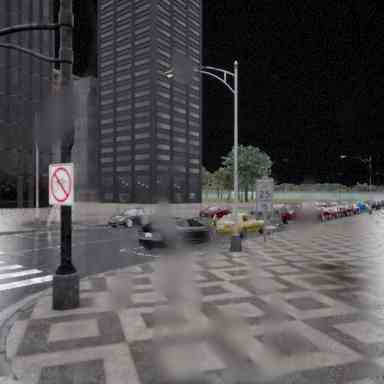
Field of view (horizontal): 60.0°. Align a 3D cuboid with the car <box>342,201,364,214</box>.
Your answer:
[{"bbox_3d":[22.444,2.293,47.001,1.967,1.590,4.097,-1,-2,36],"label":"car"}]

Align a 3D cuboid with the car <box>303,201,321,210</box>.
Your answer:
[{"bbox_3d":[22.066,2.475,61.144,1.967,1.590,4.097,-1,-2,36],"label":"car"}]

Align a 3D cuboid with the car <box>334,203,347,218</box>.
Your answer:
[{"bbox_3d":[15.890,2.245,37.816,1.802,1.307,4.206,-1,-2,36],"label":"car"}]

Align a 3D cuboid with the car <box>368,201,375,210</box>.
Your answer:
[{"bbox_3d":[29.003,2.591,56.185,2.008,1.369,4.403,-1,-2,36],"label":"car"}]

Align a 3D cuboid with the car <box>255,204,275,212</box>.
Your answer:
[{"bbox_3d":[8.951,2.208,42.769,2.008,1.369,4.403,-1,-2,36],"label":"car"}]

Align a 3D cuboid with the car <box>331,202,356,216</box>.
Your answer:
[{"bbox_3d":[19.165,2.303,42.405,1.887,1.381,4.507,-1,-2,36],"label":"car"}]

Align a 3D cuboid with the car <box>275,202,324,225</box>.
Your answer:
[{"bbox_3d":[9.327,1.790,28.630,2.192,1.841,5.009,-1,-2,36],"label":"car"}]

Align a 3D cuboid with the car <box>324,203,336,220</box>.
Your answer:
[{"bbox_3d":[12.607,2.113,33.218,1.887,1.381,4.507,-1,-2,36],"label":"car"}]

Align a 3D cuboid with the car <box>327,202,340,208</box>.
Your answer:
[{"bbox_3d":[31.904,2.889,74.922,1.802,1.307,4.206,-1,-2,36],"label":"car"}]

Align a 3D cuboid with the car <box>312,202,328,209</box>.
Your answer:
[{"bbox_3d":[25.346,2.671,65.736,1.887,1.381,4.507,-1,-2,36],"label":"car"}]

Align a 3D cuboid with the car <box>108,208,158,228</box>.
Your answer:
[{"bbox_3d":[-4.163,1.840,24.396,2.008,1.369,4.403,-1,-1,36],"label":"car"}]

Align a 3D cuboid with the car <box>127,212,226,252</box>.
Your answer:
[{"bbox_3d":[-0.507,1.774,14.844,1.947,1.339,4.313,-1,-2,36],"label":"car"}]

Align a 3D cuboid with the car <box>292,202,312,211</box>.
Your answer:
[{"bbox_3d":[18.788,2.492,56.549,2.008,1.369,4.403,-1,-2,36],"label":"car"}]

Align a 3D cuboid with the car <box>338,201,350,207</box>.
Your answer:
[{"bbox_3d":[38.462,3.036,84.109,2.008,1.369,4.403,-1,-1,36],"label":"car"}]

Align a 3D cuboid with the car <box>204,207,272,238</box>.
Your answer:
[{"bbox_3d":[2.869,1.823,19.576,1.752,1.417,4.829,-1,-2,36],"label":"car"}]

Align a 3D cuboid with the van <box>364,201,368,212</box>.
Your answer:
[{"bbox_3d":[25.723,2.288,51.596,1.690,1.788,3.998,-1,-2,36],"label":"van"}]

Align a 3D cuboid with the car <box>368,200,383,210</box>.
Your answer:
[{"bbox_3d":[35.561,2.538,65.378,2.192,1.841,5.009,-1,-2,36],"label":"car"}]

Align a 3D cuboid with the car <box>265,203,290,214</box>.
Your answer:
[{"bbox_3d":[12.230,2.304,47.362,2.008,1.369,4.403,-1,-2,36],"label":"car"}]

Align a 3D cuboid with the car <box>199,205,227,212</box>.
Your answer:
[{"bbox_3d":[2.394,2.015,33.583,1.887,1.381,4.507,-1,-2,36],"label":"car"}]
